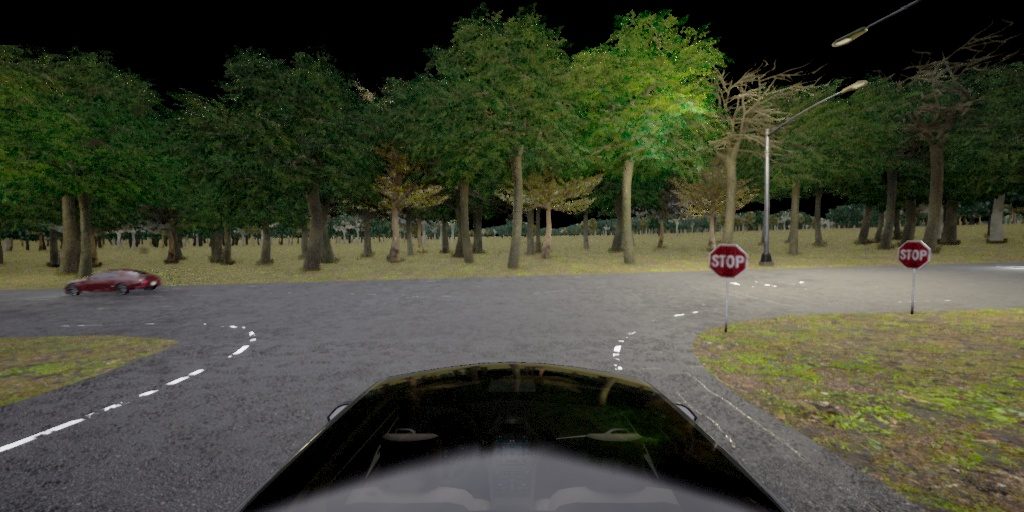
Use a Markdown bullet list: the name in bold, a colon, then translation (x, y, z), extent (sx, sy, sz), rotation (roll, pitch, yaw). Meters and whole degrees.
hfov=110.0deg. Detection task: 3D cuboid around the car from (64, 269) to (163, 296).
- **car**: translation (-23.986, 1.543, 21.684), extent (4.674, 1.442, 1.812), rotation (-1, 3, 0)
